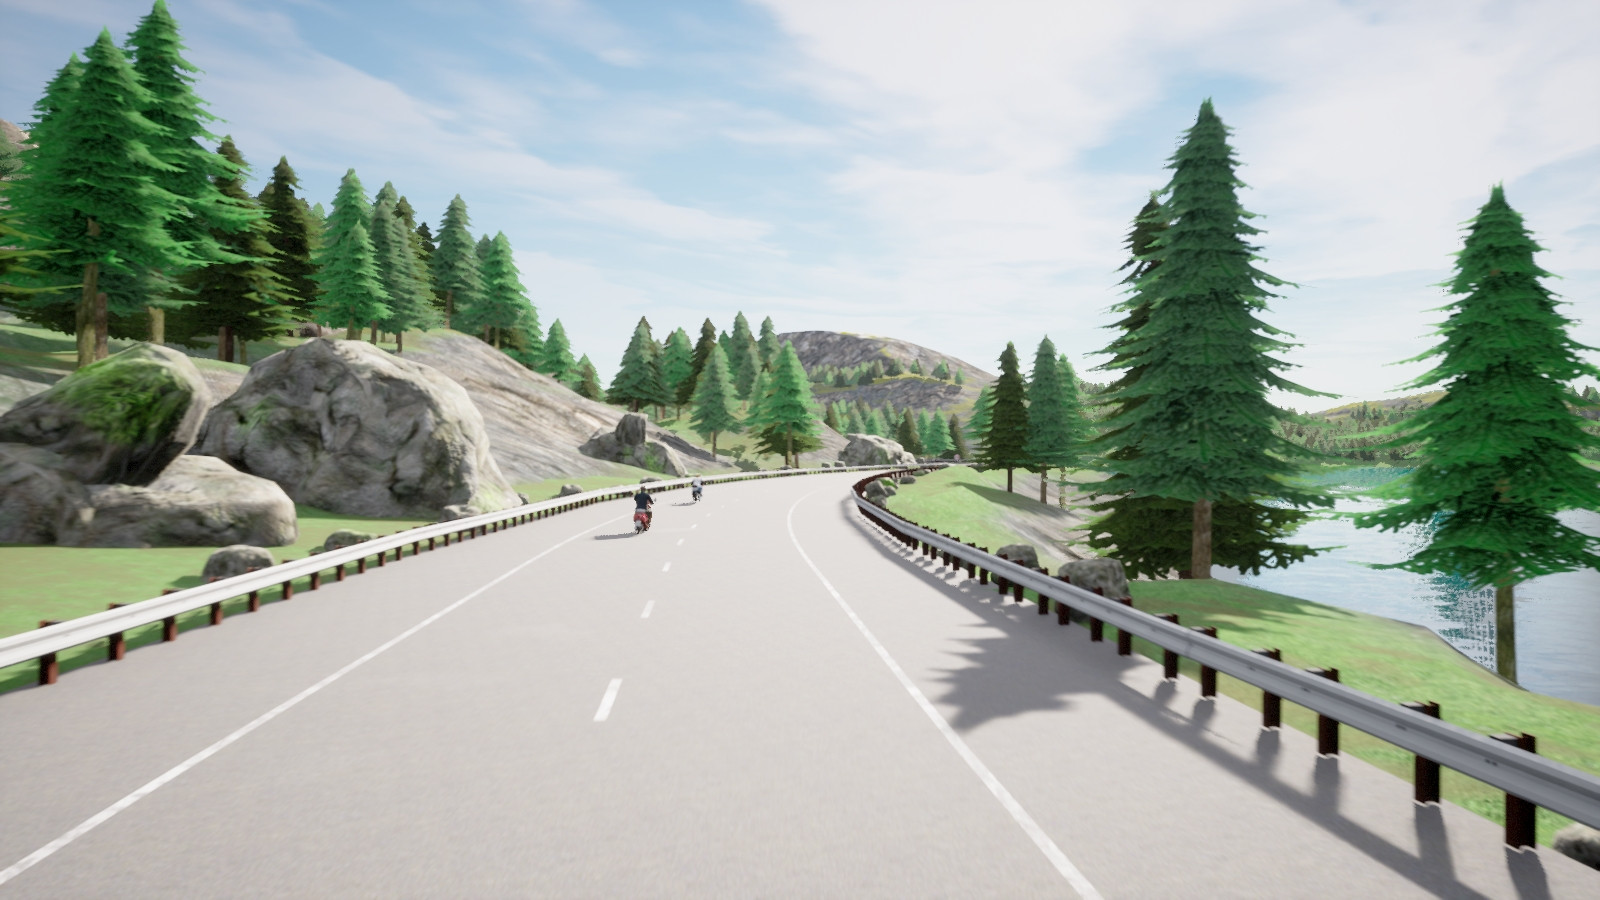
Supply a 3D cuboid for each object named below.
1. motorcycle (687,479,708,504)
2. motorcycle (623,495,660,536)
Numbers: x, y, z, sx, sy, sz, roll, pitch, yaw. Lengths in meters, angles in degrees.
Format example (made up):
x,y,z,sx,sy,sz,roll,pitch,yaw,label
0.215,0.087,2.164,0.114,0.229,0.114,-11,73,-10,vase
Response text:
x,y,z,sx,sy,sz,roll,pitch,yaw,label
-5.377,2.177,60.026,0.803,1.217,2.033,0,0,2,motorcycle
-5.294,2.182,38.335,0.856,1.236,1.805,2,0,3,motorcycle
